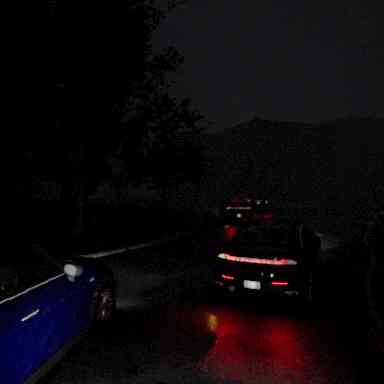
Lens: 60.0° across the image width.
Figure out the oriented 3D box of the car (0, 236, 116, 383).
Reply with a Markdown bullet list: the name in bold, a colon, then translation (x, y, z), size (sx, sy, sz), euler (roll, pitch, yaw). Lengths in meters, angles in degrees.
- **car**: translation (-2.594, 1.328, 4.104), size (2.097, 1.767, 4.553), euler (0, 1, 7)

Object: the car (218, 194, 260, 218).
- **car**: translation (2.822, 1.128, 22.220), size (2.128, 1.511, 4.902), euler (0, 1, 0)

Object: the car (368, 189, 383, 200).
- **car**: translation (27.616, 0.318, 47.446), size (2.185, 1.767, 4.553), euler (-1, 1, -23)

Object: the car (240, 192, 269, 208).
- **car**: translation (4.765, 0.856, 28.926), size (2.097, 1.767, 4.553), euler (0, 1, -17)

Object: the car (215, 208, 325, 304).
- **car**: translation (2.084, 1.408, 8.164), size (2.128, 1.511, 4.902), euler (1, 1, 25)
